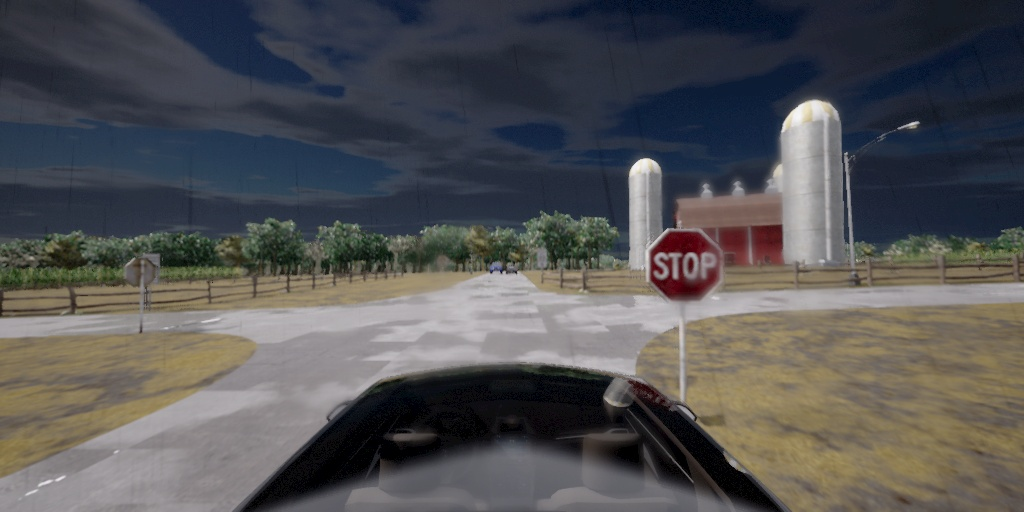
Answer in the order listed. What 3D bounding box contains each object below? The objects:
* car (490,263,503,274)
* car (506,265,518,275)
[{"bbox_3d":[-2.808,2.220,64.997,2.150,2.045,5.566,0,-2,0],"label":"car"},{"bbox_3d":[-0.055,2.402,60.420,1.812,1.442,4.674,0,-2,0],"label":"car"}]
